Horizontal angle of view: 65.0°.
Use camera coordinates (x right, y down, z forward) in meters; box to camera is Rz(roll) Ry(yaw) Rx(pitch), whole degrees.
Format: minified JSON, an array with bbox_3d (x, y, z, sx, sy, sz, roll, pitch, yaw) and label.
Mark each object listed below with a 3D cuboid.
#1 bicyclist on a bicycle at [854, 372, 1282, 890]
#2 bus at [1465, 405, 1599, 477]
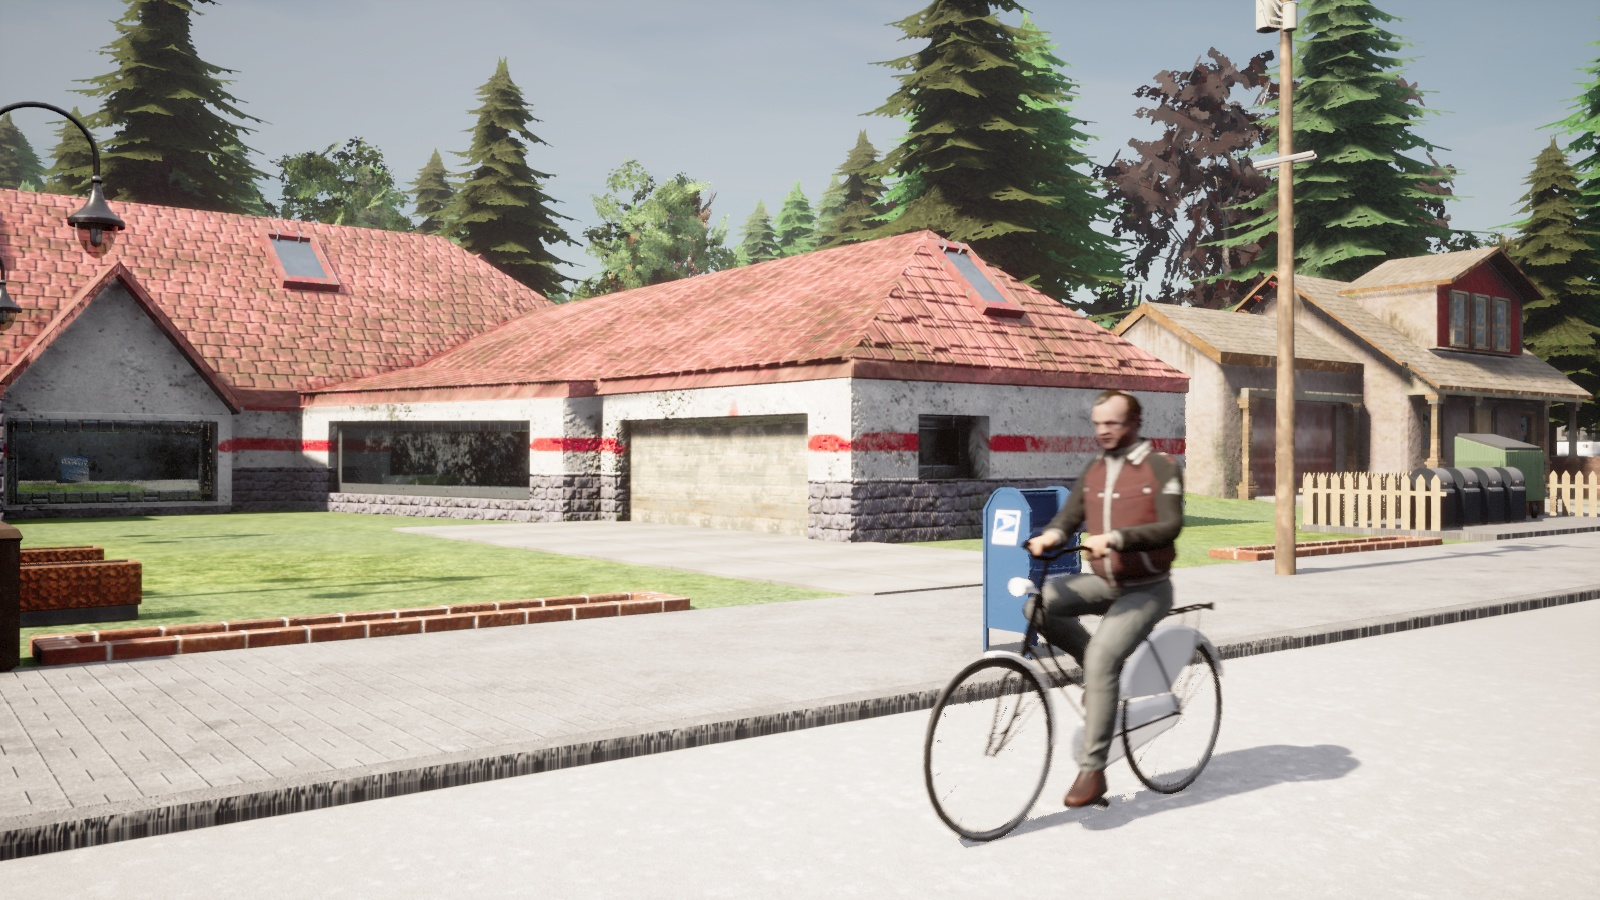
[{"bbox_3d":[1.144,0.625,5.125,1.843,1.776,0.659,0,0,-37],"label":"bicyclist on a bicycle"},{"bbox_3d":[47.497,-0.542,77.922,3.944,4.253,10.273,0,0,-37],"label":"bus"}]
